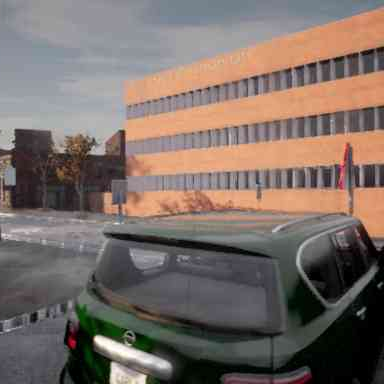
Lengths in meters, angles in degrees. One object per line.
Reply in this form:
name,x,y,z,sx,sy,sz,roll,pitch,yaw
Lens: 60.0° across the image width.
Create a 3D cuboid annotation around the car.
car,1.162,1.232,4.197,2.435,2.045,5.566,0,0,35
